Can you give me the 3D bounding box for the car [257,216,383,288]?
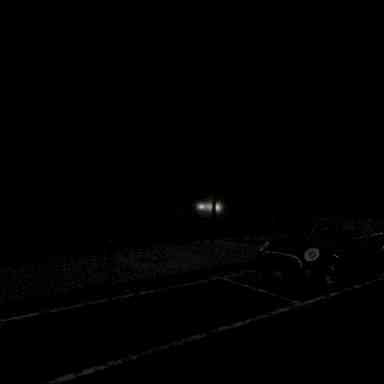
[{"bbox_3d":[3.676,1.439,9.146,4.097,1.590,1.967,0,0,-35],"label":"car"}]
